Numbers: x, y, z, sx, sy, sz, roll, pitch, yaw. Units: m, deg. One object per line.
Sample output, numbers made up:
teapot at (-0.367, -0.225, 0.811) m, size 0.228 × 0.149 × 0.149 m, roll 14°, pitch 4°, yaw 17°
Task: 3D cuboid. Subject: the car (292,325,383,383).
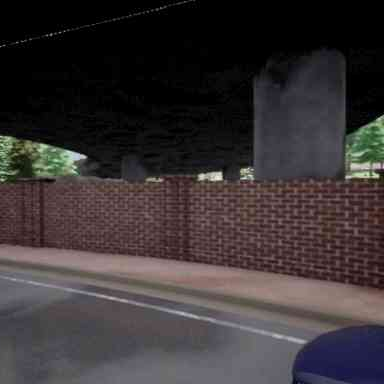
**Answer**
car at (2.888, 1.505, 1.757) m, size 4.674 × 1.442 × 1.812 m, roll 0°, pitch 0°, yaw 37°
